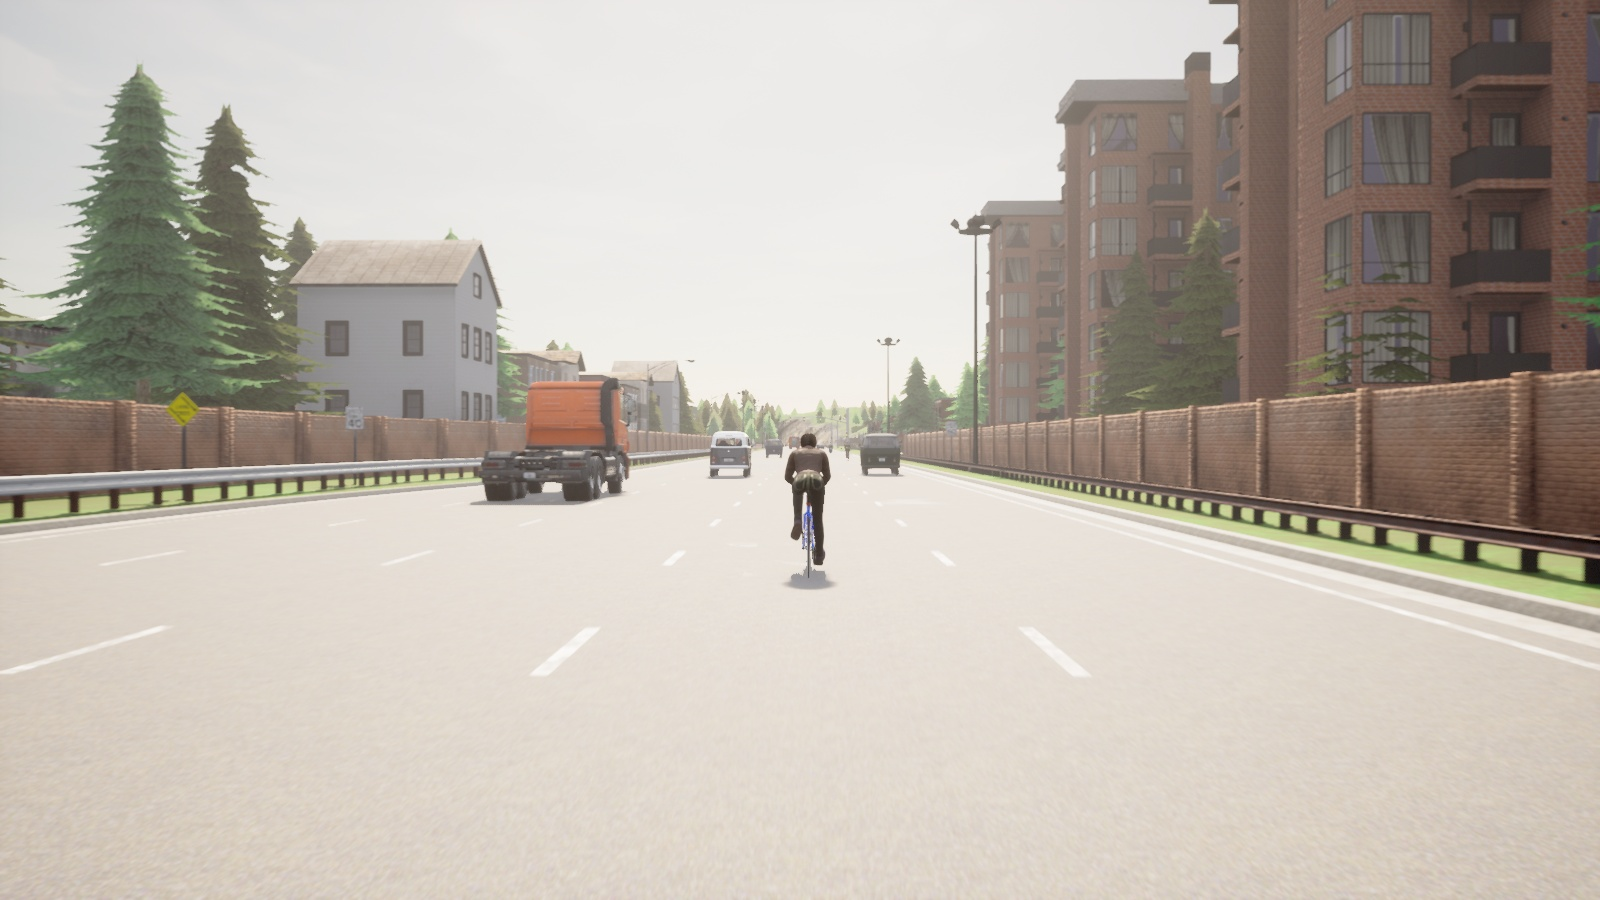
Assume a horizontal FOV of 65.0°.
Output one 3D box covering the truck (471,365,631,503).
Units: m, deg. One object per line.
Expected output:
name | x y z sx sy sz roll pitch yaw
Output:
truck | -6.782 -0.420 35.449 2.891 3.462 7.936 0 0 0

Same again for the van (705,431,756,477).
van | -3.157 0.176 57.721 2.069 2.038 4.480 0 0 0

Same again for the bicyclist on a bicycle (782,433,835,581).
bicyclist on a bicycle | 0.098 0.626 14.548 0.582 1.620 1.656 0 0 0

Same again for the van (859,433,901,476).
van | 3.863 0.194 61.075 1.775 1.987 4.442 0 0 0
